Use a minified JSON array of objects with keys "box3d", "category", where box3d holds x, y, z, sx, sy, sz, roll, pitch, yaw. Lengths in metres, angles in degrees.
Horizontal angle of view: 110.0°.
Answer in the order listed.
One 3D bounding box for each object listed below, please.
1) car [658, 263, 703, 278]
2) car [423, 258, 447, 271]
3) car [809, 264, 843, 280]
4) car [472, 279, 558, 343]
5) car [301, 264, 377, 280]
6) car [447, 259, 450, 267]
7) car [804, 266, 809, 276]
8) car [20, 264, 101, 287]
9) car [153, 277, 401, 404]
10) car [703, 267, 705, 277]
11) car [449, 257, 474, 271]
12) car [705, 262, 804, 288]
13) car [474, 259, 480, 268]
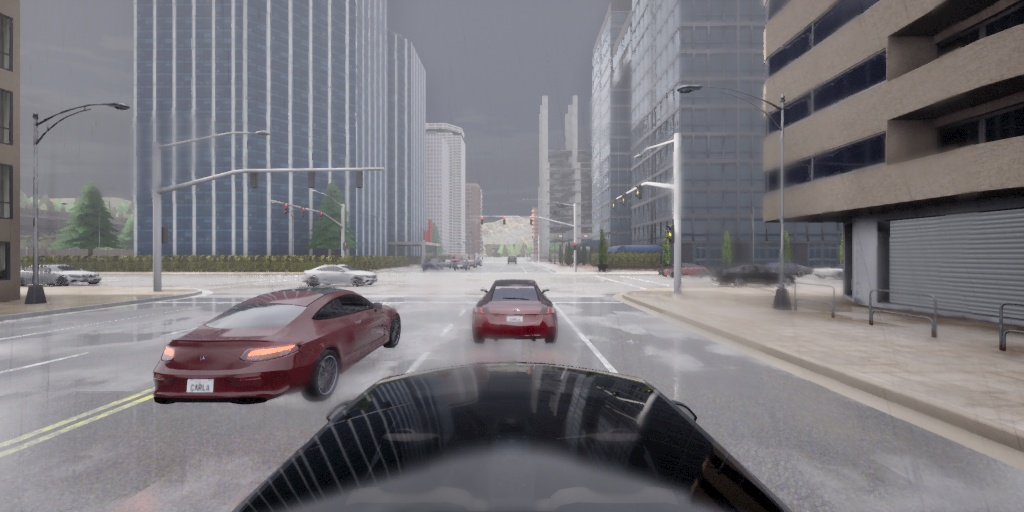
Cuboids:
[{"box3d":[16.148,1.314,34.047,4.181,1.385,1.994,0,0,1],"category":"car"},{"box3d":[-10.575,1.102,48.361,2.097,1.767,4.553,0,0,0],"category":"car"},{"box3d":[28.540,1.351,30.414,4.718,1.301,1.895,0,0,1],"category":"car"},{"box3d":[0.079,1.314,9.669,1.994,1.385,4.181,0,0,0],"category":"car"},{"box3d":[-11.340,1.275,23.631,4.674,1.442,1.812,0,0,1],"category":"car"},{"box3d":[-10.568,1.276,58.177,1.812,1.442,4.674,0,0,1],"category":"car"},{"box3d":[25.383,1.297,33.949,5.357,1.411,2.033,0,0,1],"category":"car"},{"box3d":[-30.339,1.276,23.849,4.674,1.442,1.812,0,0,0],"category":"car"},{"box3d":[-3.441,1.276,6.280,1.812,1.442,4.674,0,0,0],"category":"car"},{"box3d":[19.371,1.351,30.511,4.718,1.301,1.895,0,0,1],"category":"car"},{"box3d":[-7.071,1.241,50.886,2.128,1.511,4.902,0,0,0],"category":"car"},{"box3d":[15.658,1.255,23.348,4.892,1.490,1.837,0,0,1],"category":"car"},{"box3d":[-7.057,1.275,60.841,1.812,1.442,4.674,0,0,1],"category":"car"}]
